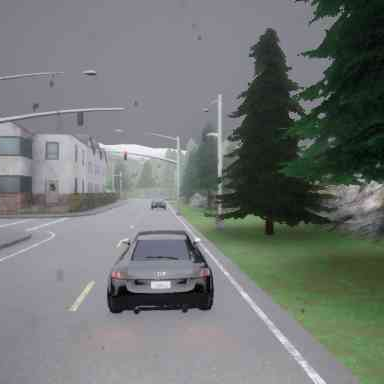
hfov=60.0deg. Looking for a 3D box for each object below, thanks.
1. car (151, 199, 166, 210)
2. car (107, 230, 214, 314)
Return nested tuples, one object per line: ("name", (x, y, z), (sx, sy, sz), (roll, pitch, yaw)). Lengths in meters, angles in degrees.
("car", (-4.438, 1.601, 43.924), (1.895, 1.301, 4.718), (0, 0, -6))
("car", (-0.693, 1.564, 7.711), (1.994, 1.385, 4.181), (0, 0, -5))
